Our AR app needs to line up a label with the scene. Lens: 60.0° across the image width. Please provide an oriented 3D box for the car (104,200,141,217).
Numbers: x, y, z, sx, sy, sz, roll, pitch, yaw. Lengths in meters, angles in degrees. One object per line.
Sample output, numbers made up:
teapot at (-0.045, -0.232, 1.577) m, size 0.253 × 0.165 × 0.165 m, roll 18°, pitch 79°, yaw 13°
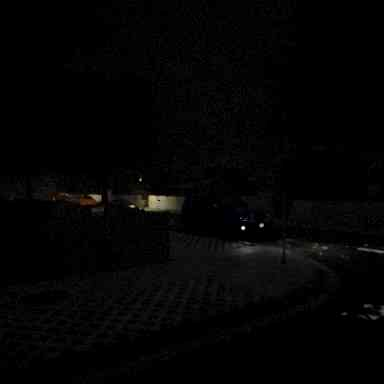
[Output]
car at (-5.821, 1.386, 27.586) m, size 1.812 × 1.442 × 4.674 m, roll 0°, pitch 0°, yaw -36°

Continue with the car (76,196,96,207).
car at (-14.475, 1.245, 44.640) m, size 1.882 × 1.535 × 5.008 m, roll 0°, pitch 0°, yaw -35°

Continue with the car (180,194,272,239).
car at (1.545, 1.146, 17.302) m, size 2.150 × 2.045 × 5.566 m, roll 0°, pitch 0°, yaw -36°

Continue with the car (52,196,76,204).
car at (-17.216, 1.369, 43.604) m, size 1.895 × 1.301 × 4.718 m, roll 0°, pitch 0°, yaw -35°

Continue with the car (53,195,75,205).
car at (-20.393, 1.272, 52.812) m, size 2.033 × 1.411 × 5.357 m, roll 0°, pitch 0°, yaw -36°
